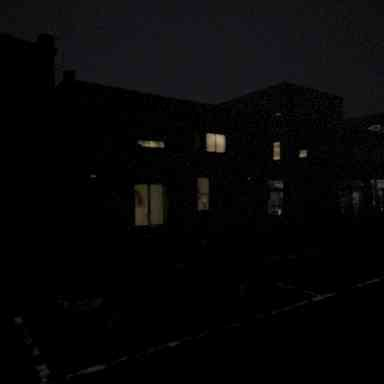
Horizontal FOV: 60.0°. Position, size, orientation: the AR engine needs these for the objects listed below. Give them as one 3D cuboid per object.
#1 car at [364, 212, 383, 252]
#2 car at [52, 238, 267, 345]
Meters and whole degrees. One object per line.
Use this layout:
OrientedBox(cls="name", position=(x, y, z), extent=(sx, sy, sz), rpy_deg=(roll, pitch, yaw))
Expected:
OrientedBox(cls="car", position=(8.655, 1.289, 12.738), extent=(5.009, 1.841, 2.192), rpy_deg=(0, 0, -35))
OrientedBox(cls="car", position=(-0.370, 1.576, 6.298), extent=(4.206, 1.307, 1.802), rpy_deg=(0, 0, -35))
